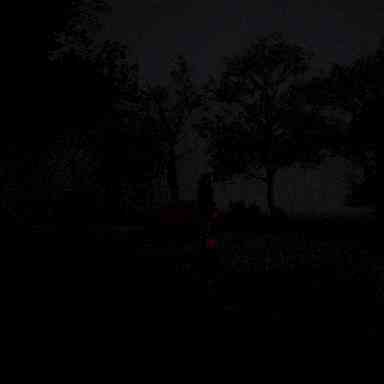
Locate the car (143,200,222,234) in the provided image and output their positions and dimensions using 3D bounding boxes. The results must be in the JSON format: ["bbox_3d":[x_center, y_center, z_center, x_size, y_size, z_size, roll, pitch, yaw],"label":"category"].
[{"bbox_3d":[-0.712,1.581,22.219,5.566,2.045,2.150,-1,-2,35],"label":"car"}]
